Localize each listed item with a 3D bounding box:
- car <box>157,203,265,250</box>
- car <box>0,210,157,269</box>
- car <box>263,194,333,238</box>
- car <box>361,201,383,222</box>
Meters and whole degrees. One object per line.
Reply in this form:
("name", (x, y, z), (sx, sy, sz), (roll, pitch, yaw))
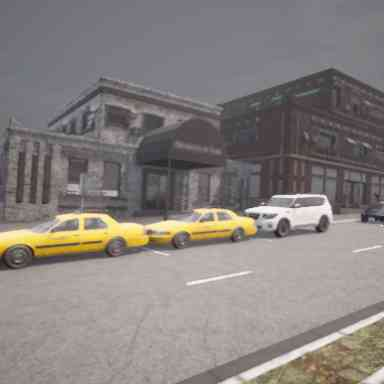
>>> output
("car", (0.416, 1.398, 14.183), (5.366, 1.575, 1.946), (0, 0, -36))
("car", (-4.079, 1.399, 10.970), (5.366, 1.575, 1.946), (0, 0, -36))
("car", (5.144, 1.149, 17.558), (5.566, 2.045, 2.435), (0, 0, -36))
("car", (14.127, 1.428, 23.987), (4.792, 1.488, 2.163), (0, 0, -35))
